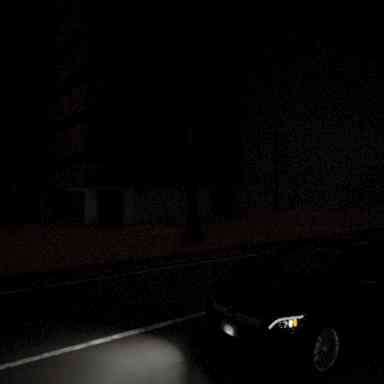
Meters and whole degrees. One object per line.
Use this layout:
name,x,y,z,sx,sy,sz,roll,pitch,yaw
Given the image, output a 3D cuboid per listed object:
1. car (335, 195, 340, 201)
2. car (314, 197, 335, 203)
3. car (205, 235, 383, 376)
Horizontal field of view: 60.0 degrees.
car,37.669,1.444,81.849,2.152,1.636,5.027,0,0,-37
car,30.545,1.814,77.851,1.970,1.475,3.806,0,-1,-37
car,2.384,1.527,5.678,4.674,1.442,1.812,0,0,-35
